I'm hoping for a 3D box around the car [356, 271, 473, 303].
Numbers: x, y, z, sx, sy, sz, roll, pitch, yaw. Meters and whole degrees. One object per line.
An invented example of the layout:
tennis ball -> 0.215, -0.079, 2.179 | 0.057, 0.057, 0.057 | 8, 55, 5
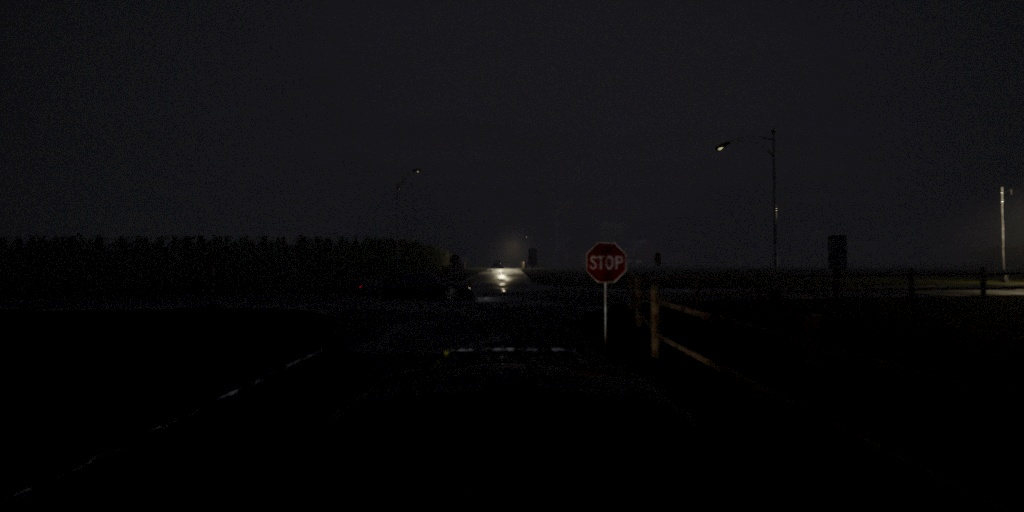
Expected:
car -> -4.580, 1.441, 17.388 | 5.357, 1.411, 2.033 | 0, -1, -5
